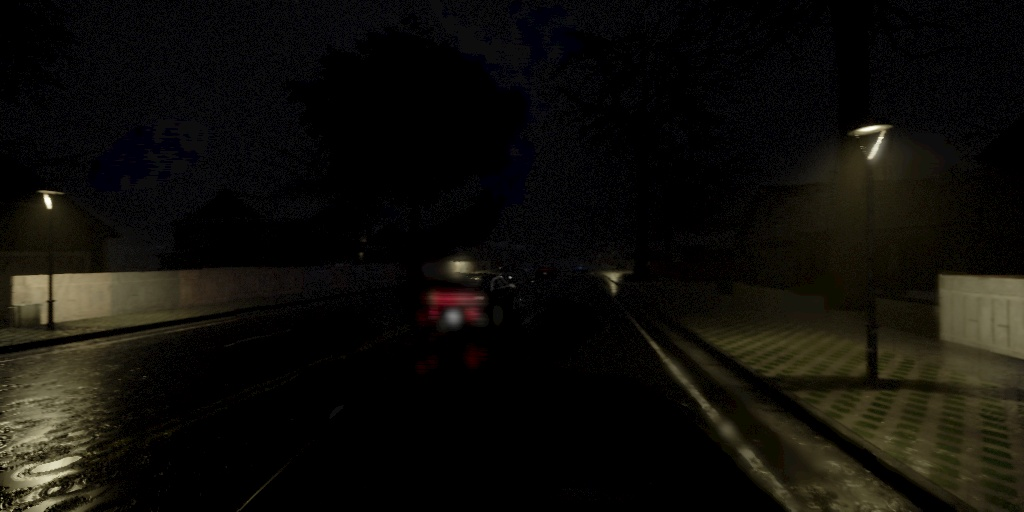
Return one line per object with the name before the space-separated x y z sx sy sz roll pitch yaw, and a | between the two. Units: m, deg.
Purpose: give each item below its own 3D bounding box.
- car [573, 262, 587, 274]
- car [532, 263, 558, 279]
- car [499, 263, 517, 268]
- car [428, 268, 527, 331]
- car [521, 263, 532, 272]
car | 9.027 1.566 47.396 2.033 1.411 5.357 -1 0 11
car | 3.534 1.449 35.745 1.882 1.535 5.008 -1 0 11
car | -0.565 1.677 50.167 1.994 1.385 4.181 -1 0 11
car | -1.023 1.319 11.430 2.128 1.511 4.902 -1 0 11
car | 2.236 1.597 47.494 1.812 1.442 4.674 -1 0 11
